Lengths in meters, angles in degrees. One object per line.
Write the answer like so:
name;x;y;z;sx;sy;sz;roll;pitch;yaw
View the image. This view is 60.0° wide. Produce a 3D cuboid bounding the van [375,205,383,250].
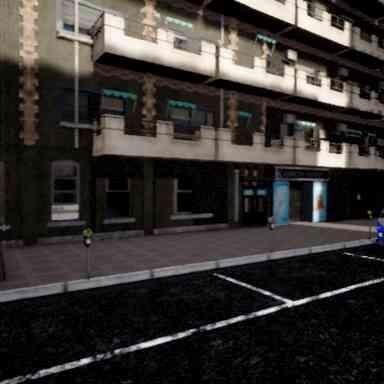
van;8.250;1.226;11.944;3.998;1.788;1.690;0;1;-34
